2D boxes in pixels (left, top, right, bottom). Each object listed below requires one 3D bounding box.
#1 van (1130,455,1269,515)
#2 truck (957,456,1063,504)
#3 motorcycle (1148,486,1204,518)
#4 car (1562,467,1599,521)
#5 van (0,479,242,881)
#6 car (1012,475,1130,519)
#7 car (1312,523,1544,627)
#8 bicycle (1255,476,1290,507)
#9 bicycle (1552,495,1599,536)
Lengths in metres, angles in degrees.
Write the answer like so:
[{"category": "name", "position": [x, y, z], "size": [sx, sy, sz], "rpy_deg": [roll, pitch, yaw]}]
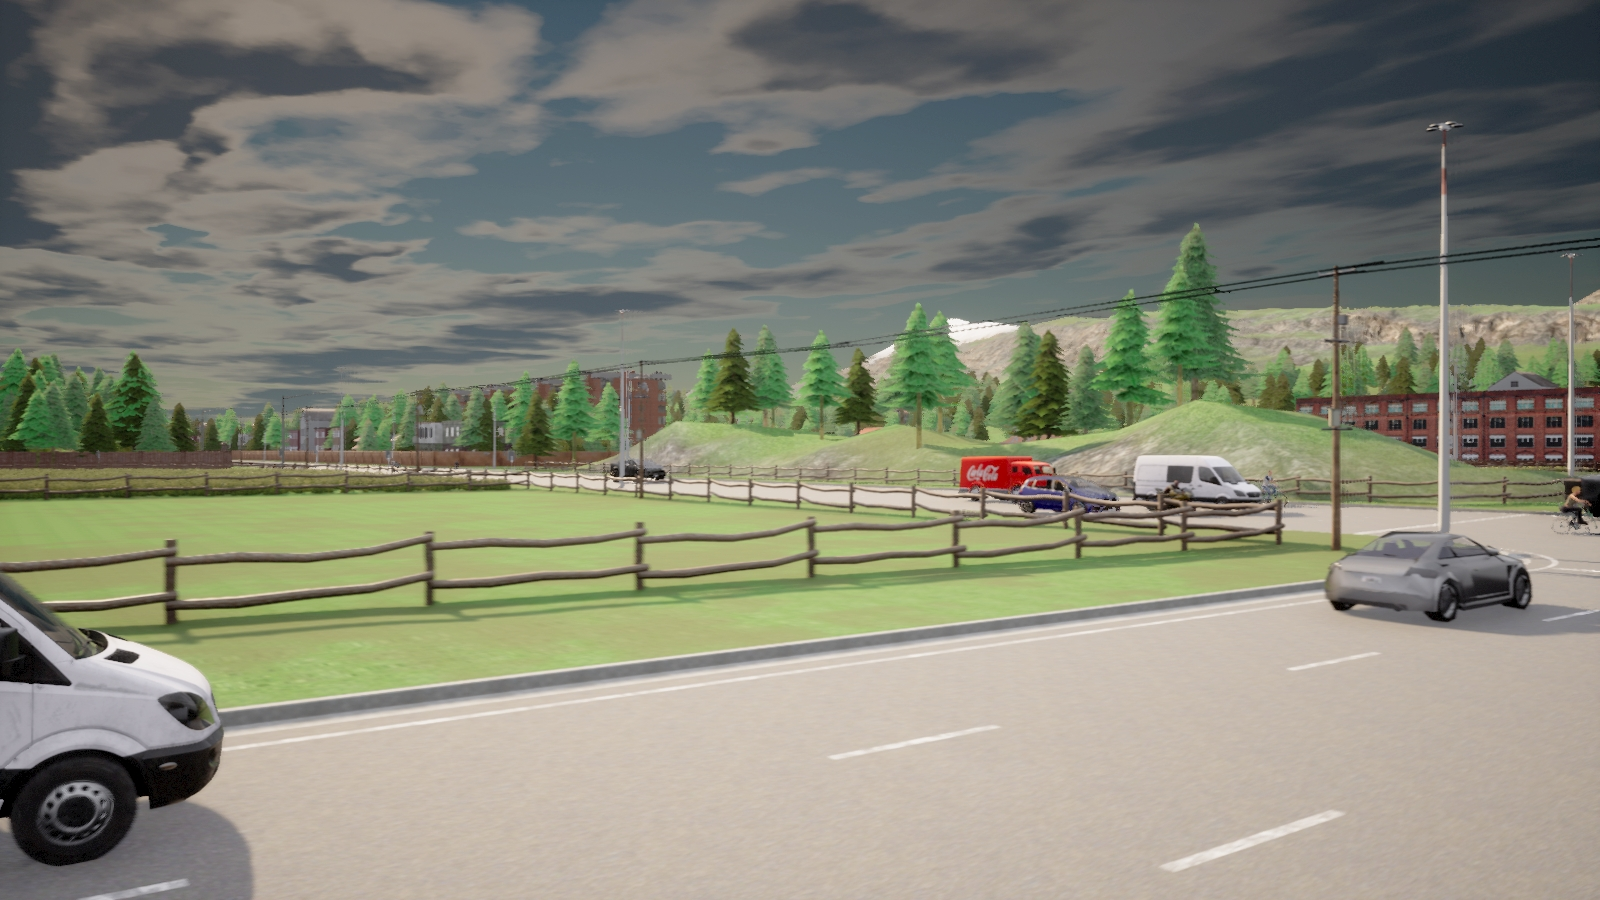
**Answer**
[{"category": "van", "position": [18.137, 1.535, 52.140], "size": [1.988, 2.561, 5.915], "rpy_deg": [0, 0, -36]}, {"category": "truck", "position": [11.235, 1.574, 61.416], "size": [2.627, 2.467, 5.204], "rpy_deg": [0, 0, -38]}, {"category": "motorcycle", "position": [16.096, 2.206, 48.989], "size": [0.867, 1.251, 2.209], "rpy_deg": [0, 0, -36]}, {"category": "car", "position": [34.521, 1.754, 45.752], "size": [6.274, 2.098, 2.390], "rpy_deg": [0, 0, 17]}, {"category": "van", "position": [-7.041, 1.534, 7.411], "size": [5.915, 2.561, 1.988], "rpy_deg": [0, 0, -35]}, {"category": "car", "position": [11.617, 1.967, 49.228], "size": [2.242, 1.667, 4.611], "rpy_deg": [0, 0, -36]}, {"category": "car", "position": [11.116, 2.119, 20.142], "size": [4.181, 1.385, 1.994], "rpy_deg": [0, 0, -36]}, {"category": "bicycle", "position": [23.461, 2.057, 56.739], "size": [0.373, 1.496, 1.643], "rpy_deg": [0, 0, -36]}, {"category": "bicycle", "position": [25.714, 2.158, 37.726], "size": [1.487, 1.276, 0.859], "rpy_deg": [0, -1, 33]}]
